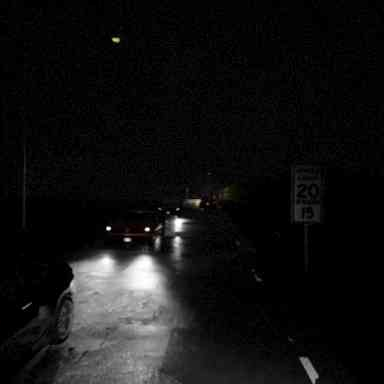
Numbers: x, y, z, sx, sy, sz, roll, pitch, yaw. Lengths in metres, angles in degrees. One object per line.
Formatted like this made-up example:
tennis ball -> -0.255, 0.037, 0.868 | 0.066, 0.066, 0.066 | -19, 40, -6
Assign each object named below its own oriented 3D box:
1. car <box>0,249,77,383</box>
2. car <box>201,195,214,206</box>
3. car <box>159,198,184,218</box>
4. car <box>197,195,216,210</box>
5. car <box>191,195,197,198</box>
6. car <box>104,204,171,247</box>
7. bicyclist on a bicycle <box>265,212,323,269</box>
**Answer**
car -> -2.742, 1.450, 3.523 | 1.812, 1.442, 4.674 | 1, 1, 2
car -> 2.316, 1.193, 49.581 | 1.882, 1.535, 5.008 | 1, 0, 3
car -> -1.654, 1.248, 27.145 | 1.812, 1.442, 4.674 | 1, 0, 3
car -> 1.788, 1.283, 38.170 | 1.994, 1.385, 4.181 | 1, 0, 2
car -> 0.640, 1.217, 75.005 | 1.812, 1.442, 4.674 | 1, 0, 3
car -> -2.264, 1.423, 14.375 | 1.895, 1.301, 4.718 | 1, 1, 3
bicyclist on a bicycle -> 2.960, 1.416, 9.578 | 1.656, 1.620, 0.582 | 2, 1, 3
